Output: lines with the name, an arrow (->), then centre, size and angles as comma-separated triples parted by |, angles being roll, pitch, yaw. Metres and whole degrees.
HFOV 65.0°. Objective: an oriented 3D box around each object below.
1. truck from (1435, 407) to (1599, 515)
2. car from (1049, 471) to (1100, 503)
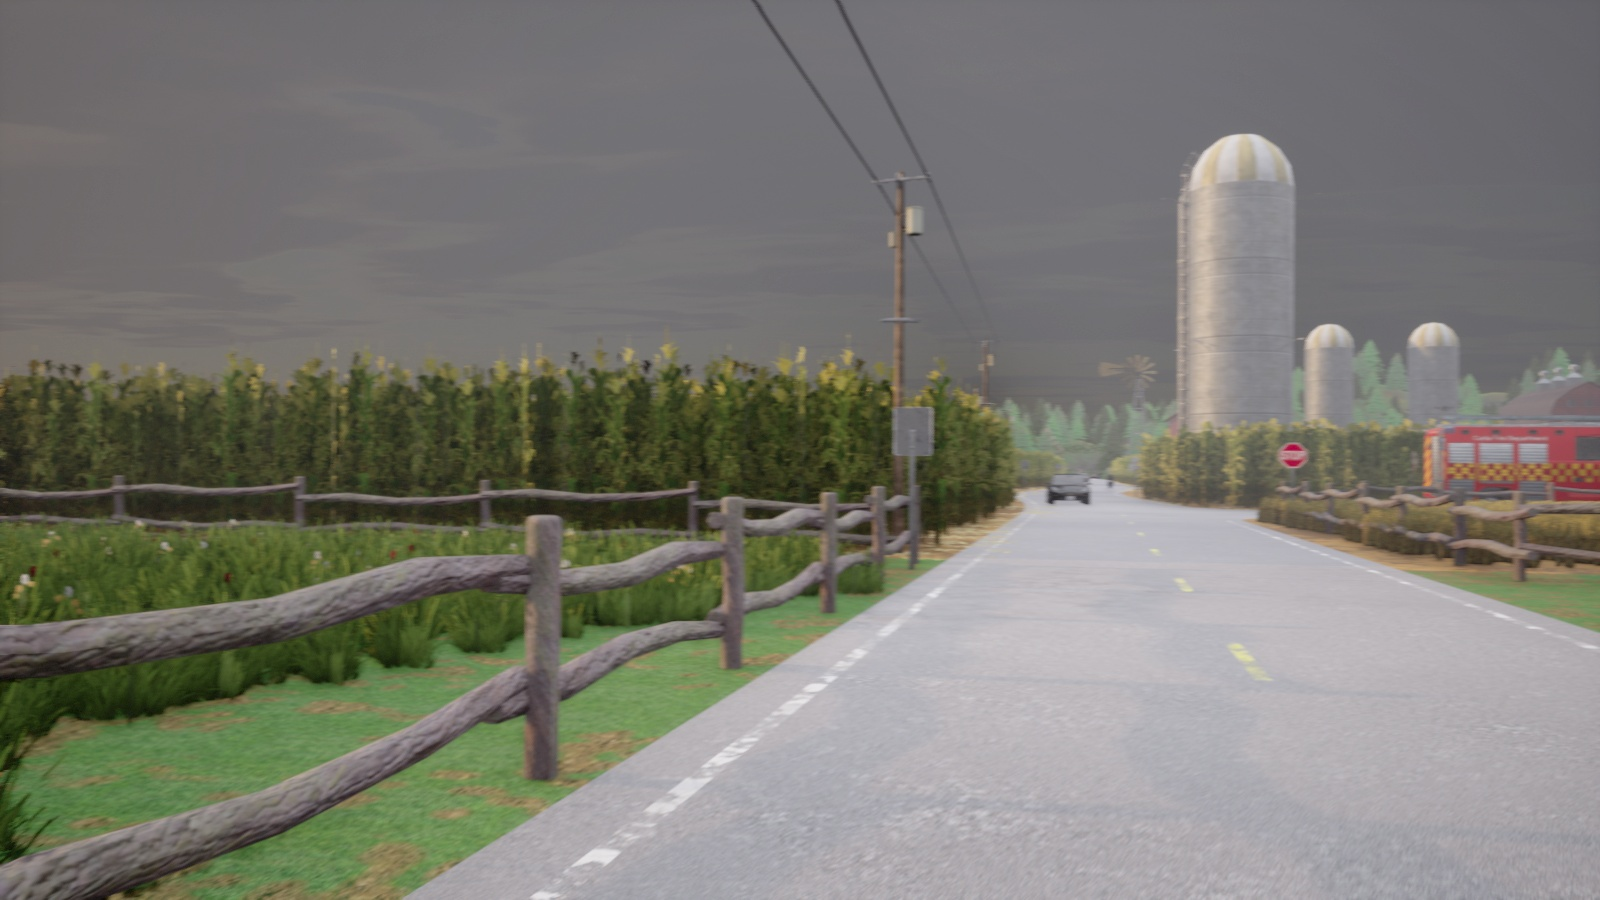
truck -> 28.147, 0.412, 45.768 | 8.468, 3.827, 2.891 | 0, -1, 12
car -> 13.412, 1.796, 61.544 | 2.163, 1.488, 4.792 | 0, -1, 9
